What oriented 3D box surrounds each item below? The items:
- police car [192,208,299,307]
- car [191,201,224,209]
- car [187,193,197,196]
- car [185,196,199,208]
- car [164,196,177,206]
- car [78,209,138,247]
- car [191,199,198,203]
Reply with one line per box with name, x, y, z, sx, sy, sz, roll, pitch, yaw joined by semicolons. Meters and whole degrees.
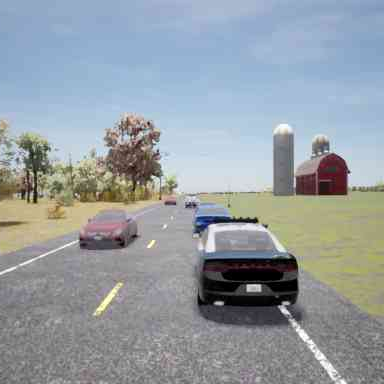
police car;1.048;1.426;8.217;1.930;1.638;5.238;0;0;0
car;1.046;1.478;18.107;1.882;1.535;5.008;0;0;0
car;-0.011;1.202;59.451;2.150;2.045;5.566;0;0;0
car;0.011;1.589;47.509;1.895;1.301;4.718;0;0;1
car;-3.599;1.460;56.031;1.882;1.535;5.008;0;0;0
car;-3.602;1.526;15.078;1.812;1.442;4.674;0;0;0
car;1.044;1.504;24.108;1.837;1.490;4.892;0;0;0
